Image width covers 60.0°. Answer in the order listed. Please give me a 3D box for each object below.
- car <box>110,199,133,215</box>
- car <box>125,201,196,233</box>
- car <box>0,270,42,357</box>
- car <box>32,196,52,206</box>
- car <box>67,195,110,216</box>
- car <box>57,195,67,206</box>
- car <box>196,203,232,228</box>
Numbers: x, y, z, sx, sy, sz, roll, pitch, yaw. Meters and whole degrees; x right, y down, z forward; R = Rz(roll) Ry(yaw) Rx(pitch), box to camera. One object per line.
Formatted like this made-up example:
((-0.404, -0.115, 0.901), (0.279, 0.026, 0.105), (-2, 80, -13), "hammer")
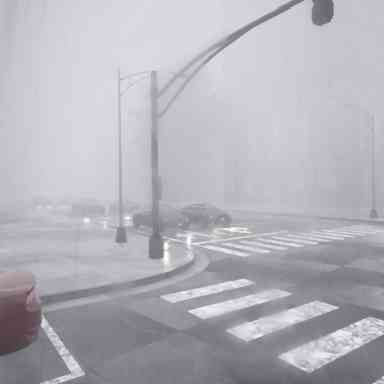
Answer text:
((-6.274, 1.356, 31.401), (1.994, 1.385, 4.181), (-1, 1, -35), "car")
((-1.990, 1.463, 19.807), (1.812, 1.442, 4.674), (-1, 1, -35), "car")
((-4.144, 1.545, 3.702), (4.507, 1.381, 1.887), (0, -1, -36), "car")
((-21.292, 1.217, 46.984), (2.033, 1.411, 5.357), (-1, 1, -35), "car")
((-9.549, 1.309, 30.393), (1.882, 1.535, 5.008), (-1, 1, -35), "car")
((-18.267, 1.153, 48.329), (1.812, 1.442, 4.674), (-1, 1, -35), "car")
((0.676, 1.454, 21.665), (1.994, 1.385, 4.181), (-1, 1, -36), "car")
